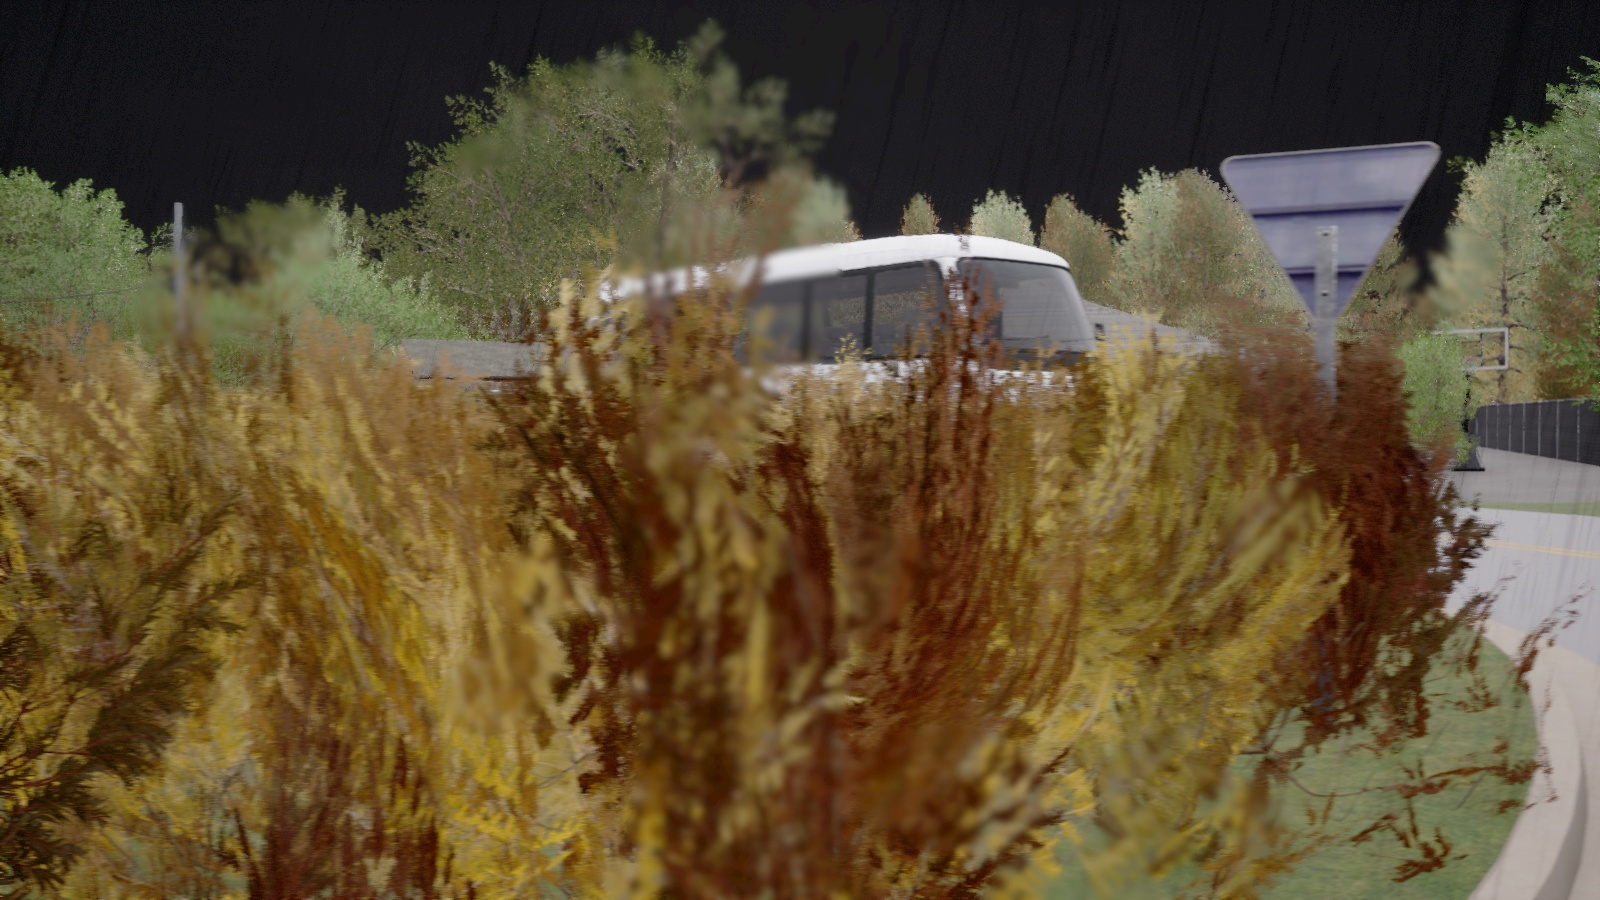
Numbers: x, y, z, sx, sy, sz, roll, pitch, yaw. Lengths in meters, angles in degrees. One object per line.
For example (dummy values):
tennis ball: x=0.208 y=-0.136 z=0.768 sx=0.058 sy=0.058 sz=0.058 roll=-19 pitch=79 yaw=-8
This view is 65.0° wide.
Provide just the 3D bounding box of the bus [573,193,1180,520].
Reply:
bus: x=0.738 y=-1.275 z=21.422 sx=3.944 sy=4.253 sz=10.273 roll=-4 pitch=2 yaw=-43
